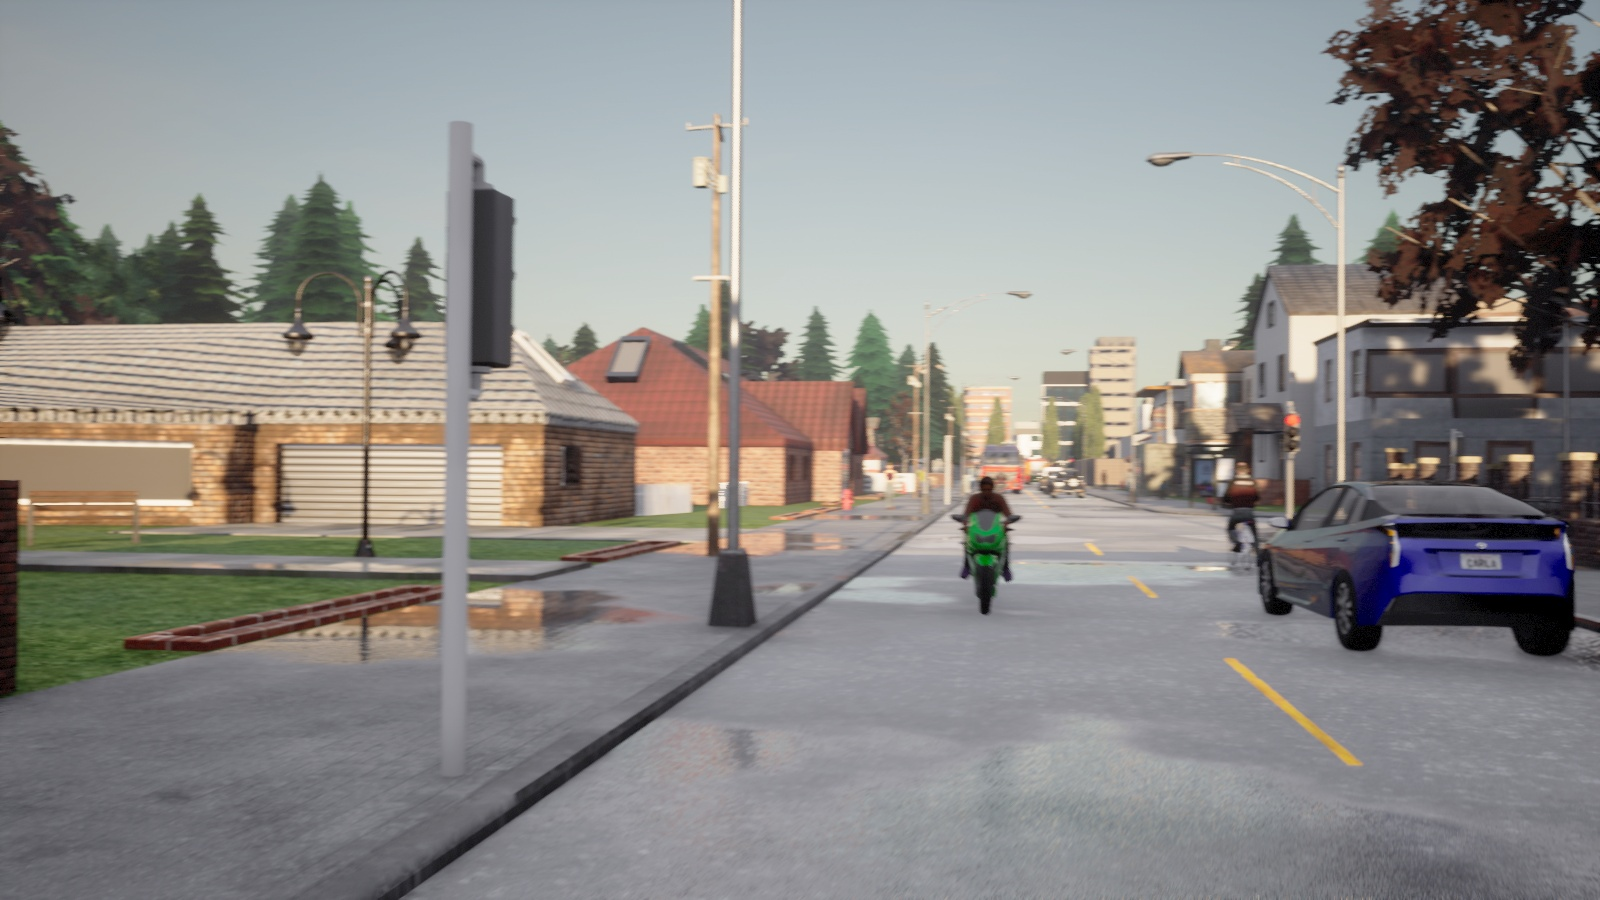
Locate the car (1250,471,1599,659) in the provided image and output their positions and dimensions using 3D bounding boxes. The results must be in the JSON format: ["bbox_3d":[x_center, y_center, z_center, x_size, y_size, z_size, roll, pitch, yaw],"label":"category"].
[{"bbox_3d":[6.016,0.972,12.539,2.007,1.525,4.514,0,-1,8],"label":"car"}]

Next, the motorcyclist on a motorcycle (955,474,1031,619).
[{"bbox_3d":[2.216,1.038,14.337,0.797,1.523,2.044,0,-1,10],"label":"motorcyclist on a motorcycle"}]

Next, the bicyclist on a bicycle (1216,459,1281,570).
[{"bbox_3d":[7.439,1.037,20.911,0.659,1.776,1.843,0,-1,8],"label":"bicyclist on a bicycle"}]

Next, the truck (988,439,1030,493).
[{"bbox_3d":[15.515,1.212,92.738,2.891,3.827,8.468,0,-1,11],"label":"truck"}]

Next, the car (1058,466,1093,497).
[{"bbox_3d":[17.063,1.943,77.967,1.932,1.855,4.605,0,-1,10],"label":"car"}]

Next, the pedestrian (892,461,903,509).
[{"bbox_3d":[3.722,1.331,47.983,0.345,1.836,0.594,0,-1,9],"label":"pedestrian"}]
